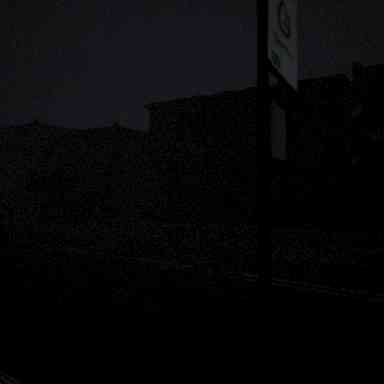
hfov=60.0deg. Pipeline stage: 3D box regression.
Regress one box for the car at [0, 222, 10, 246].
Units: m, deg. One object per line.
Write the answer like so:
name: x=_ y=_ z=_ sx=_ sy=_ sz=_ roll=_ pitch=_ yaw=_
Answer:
car: x=-9.312 y=1.627 z=12.051 sx=2.231 sy=1.521 sz=4.892 roll=-1 pitch=-1 yaw=36
